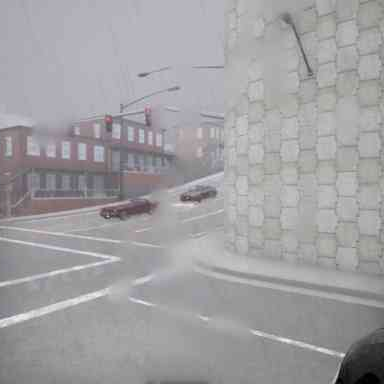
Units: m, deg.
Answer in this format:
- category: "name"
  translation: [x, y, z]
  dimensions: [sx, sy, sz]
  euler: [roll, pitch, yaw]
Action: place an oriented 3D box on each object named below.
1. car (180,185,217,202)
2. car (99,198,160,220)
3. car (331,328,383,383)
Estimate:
- category: "car"
  translation: [0.675, 0.077, 32.115]
  dimensions: [1.994, 1.385, 4.181]
  euler: [0, 9, 36]
- category: "car"
  translation: [-4.560, 1.187, 24.729]
  dimensions: [1.895, 1.301, 4.718]
  euler: [0, 5, 35]
- category: "car"
  translation: [3.308, 1.492, 1.604]
  dimensions: [4.902, 1.511, 2.128]
  euler: [0, 0, 36]
